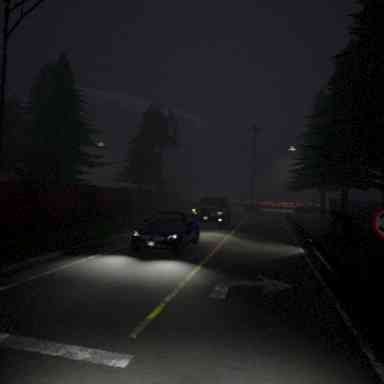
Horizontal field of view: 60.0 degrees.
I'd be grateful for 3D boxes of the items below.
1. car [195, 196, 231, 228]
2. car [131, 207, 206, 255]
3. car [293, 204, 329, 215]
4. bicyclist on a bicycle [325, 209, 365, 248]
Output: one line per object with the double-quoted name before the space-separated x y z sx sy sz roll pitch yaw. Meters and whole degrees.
"car" 1.516 1.354 24.051 2.150 2.045 5.566 3 0 13
"car" -0.869 1.513 13.579 1.812 1.442 4.674 3 0 13
"car" 16.289 2.439 45.398 4.902 1.511 2.128 3 0 0
"bicyclist on a bicycle" 6.358 1.487 14.143 1.656 1.620 0.582 -16 0 12
